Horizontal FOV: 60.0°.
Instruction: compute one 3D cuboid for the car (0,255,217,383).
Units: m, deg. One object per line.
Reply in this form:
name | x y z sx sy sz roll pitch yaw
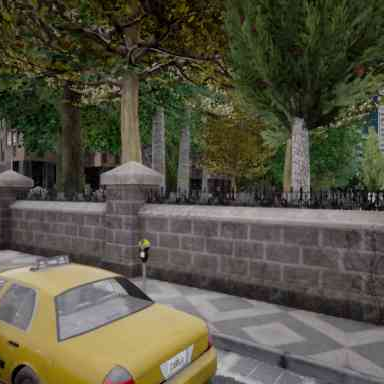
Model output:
car | -2.014 1.525 4.395 4.829 1.417 1.752 0 0 35
